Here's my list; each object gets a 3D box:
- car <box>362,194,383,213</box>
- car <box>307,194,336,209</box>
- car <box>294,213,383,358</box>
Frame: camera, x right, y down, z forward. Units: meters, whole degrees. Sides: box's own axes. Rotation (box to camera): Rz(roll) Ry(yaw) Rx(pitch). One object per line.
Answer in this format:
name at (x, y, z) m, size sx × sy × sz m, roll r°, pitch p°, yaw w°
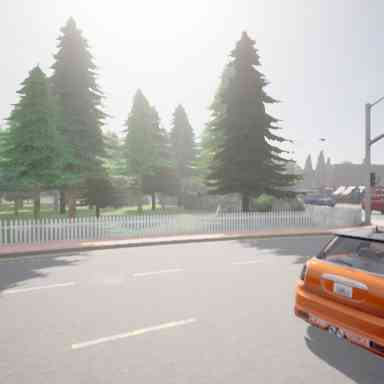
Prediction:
car at (19.419, 1.261, 33.192) m, size 2.150 × 2.045 × 5.566 m, roll 0°, pitch 0°, yaw -7°
car at (17.715, 1.259, 46.175) m, size 2.150 × 2.045 × 5.566 m, roll 0°, pitch 0°, yaw -7°
car at (3.966, 1.349, 5.453) m, size 4.553 × 1.767 × 2.097 m, roll 0°, pitch 0°, yaw -26°
